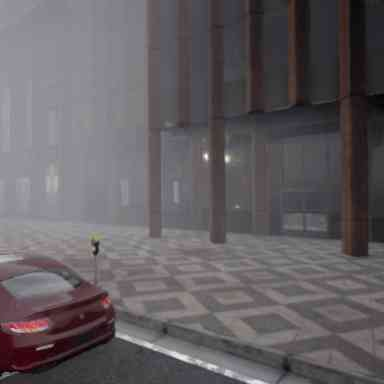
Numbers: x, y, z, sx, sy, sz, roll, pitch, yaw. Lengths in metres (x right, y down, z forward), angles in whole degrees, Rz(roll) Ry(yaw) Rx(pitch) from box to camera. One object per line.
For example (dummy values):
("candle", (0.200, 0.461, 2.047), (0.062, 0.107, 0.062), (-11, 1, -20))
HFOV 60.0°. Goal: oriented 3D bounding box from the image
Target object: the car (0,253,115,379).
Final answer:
("car", (-2.991, 1.639, 5.219), (4.206, 1.307, 1.802), (-1, 0, 36))
